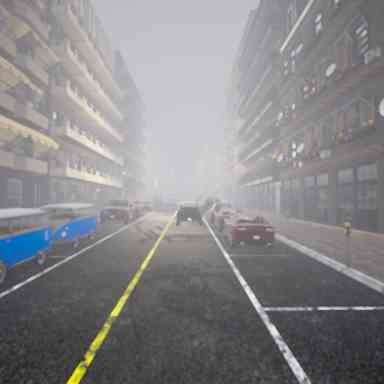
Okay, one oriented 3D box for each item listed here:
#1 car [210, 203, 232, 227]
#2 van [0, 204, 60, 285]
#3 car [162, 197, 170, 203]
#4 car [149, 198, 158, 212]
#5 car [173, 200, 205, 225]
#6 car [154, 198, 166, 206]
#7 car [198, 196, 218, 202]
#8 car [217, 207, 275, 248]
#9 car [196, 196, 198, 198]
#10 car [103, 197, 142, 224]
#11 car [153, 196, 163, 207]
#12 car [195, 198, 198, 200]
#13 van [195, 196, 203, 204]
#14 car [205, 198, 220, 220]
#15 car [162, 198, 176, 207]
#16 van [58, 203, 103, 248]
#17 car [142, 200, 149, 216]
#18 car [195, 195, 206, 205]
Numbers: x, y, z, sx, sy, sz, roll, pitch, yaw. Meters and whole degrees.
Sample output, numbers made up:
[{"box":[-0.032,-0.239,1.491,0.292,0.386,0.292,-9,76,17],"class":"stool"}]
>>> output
[{"box":[2.343,1.613,20.327,1.887,1.381,4.507,1,0,-1],"class":"car"},{"box":[-5.394,1.384,9.230,1.690,1.788,3.998,1,0,-1],"class":"van"},{"box":[-6.300,2.025,81.122,1.802,1.307,4.206,1,0,-1],"class":"car"},{"box":[-5.815,1.756,42.411,1.947,1.339,4.313,1,0,-1],"class":"car"},{"box":[-0.205,1.600,25.031,1.837,1.490,4.892,0,0,-1],"class":"car"},{"box":[-6.091,1.868,64.530,1.887,1.381,4.507,1,0,-1],"class":"car"},{"box":[2.106,1.459,36.920,2.192,1.841,5.009,1,0,-1],"class":"car"},{"box":[2.413,1.590,14.797,1.887,1.381,4.507,1,0,-1],"class":"car"},{"box":[1.965,1.643,47.981,1.967,1.590,4.097,1,0,-1],"class":"car"},{"box":[-5.601,1.426,25.821,2.192,1.841,5.009,1,0,-1],"class":"car"},{"box":[-6.017,1.602,59.000,2.192,1.841,5.009,1,0,-1],"class":"car"},{"box":[-0.410,1.774,41.701,1.895,1.301,4.718,0,0,-1],"class":"car"},{"box":[1.620,1.724,75.636,1.690,1.788,3.998,1,0,-1],"class":"van"},{"box":[2.284,1.533,25.859,1.967,1.590,4.097,1,0,-1],"class":"car"},{"box":[-3.437,1.740,56.043,1.882,1.535,5.008,0,0,-1],"class":"car"},{"box":[-5.464,1.405,14.761,1.690,1.788,3.998,1,0,-1],"class":"van"},{"box":[-5.670,1.451,31.350,2.192,1.841,5.009,1,0,-1],"class":"car"},{"box":[1.690,1.658,70.105,2.192,1.841,5.009,1,0,-1],"class":"car"}]
